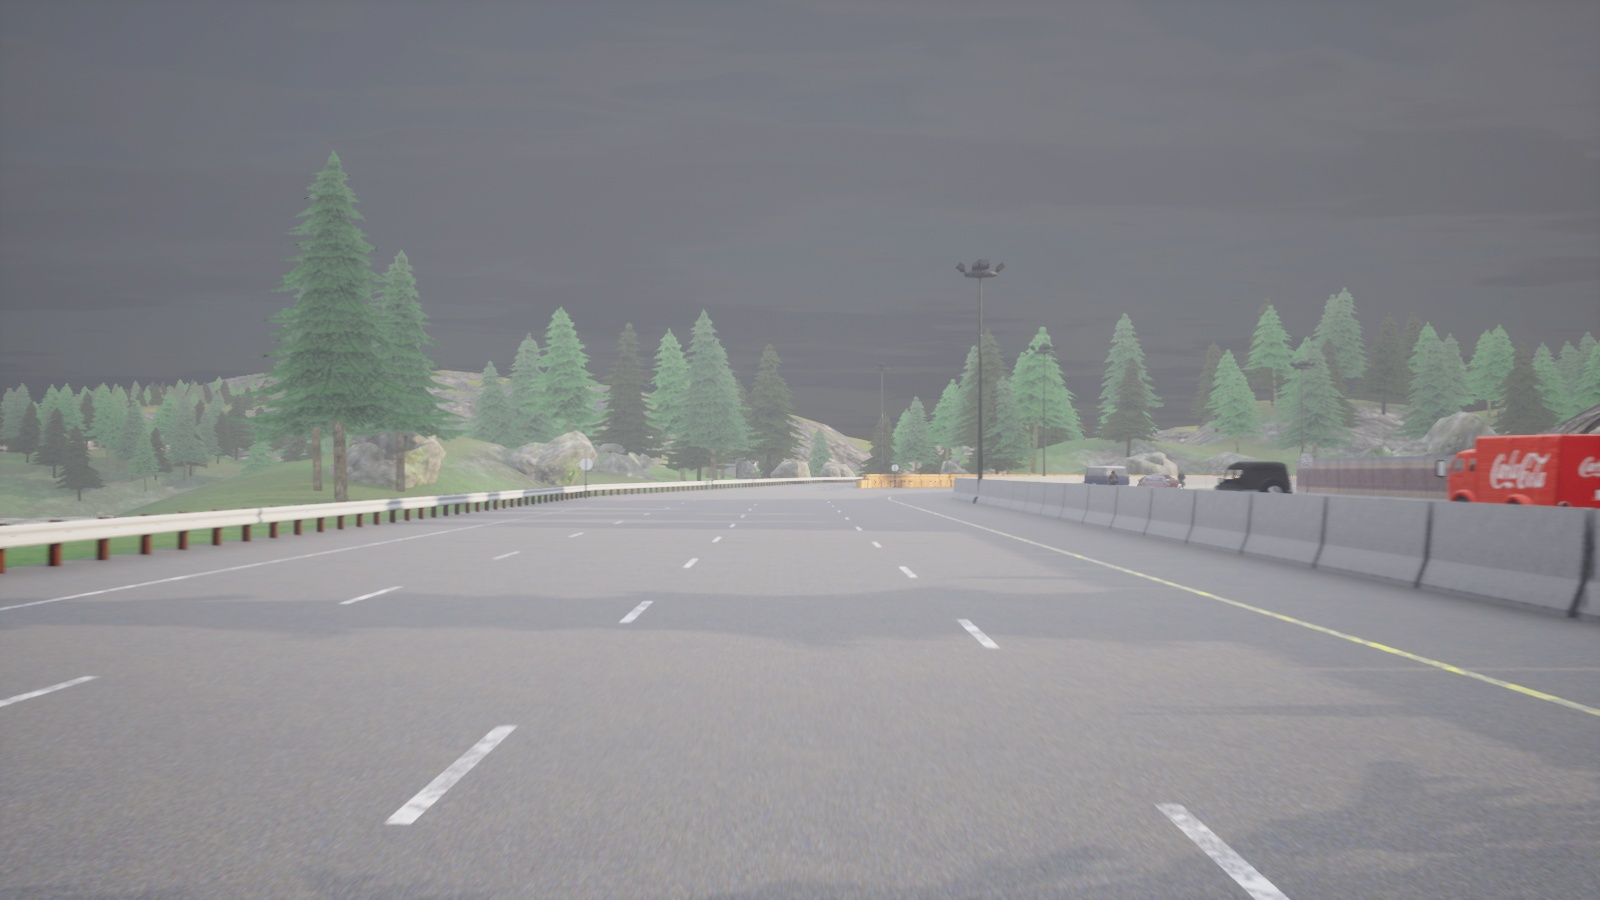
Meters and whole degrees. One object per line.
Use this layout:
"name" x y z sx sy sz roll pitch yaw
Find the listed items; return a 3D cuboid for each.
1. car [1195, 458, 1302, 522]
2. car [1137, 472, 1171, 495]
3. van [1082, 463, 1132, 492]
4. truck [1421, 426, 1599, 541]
"car" 13.830 1.199 38.950 1.905 1.878 3.866 0 -1 0
"car" 22.298 2.100 79.197 1.994 1.385 4.181 -1 -1 15
"van" 21.565 1.934 87.985 1.775 1.987 4.442 -1 -1 37
"truck" 17.377 0.755 29.834 2.627 2.467 5.204 0 -1 0
